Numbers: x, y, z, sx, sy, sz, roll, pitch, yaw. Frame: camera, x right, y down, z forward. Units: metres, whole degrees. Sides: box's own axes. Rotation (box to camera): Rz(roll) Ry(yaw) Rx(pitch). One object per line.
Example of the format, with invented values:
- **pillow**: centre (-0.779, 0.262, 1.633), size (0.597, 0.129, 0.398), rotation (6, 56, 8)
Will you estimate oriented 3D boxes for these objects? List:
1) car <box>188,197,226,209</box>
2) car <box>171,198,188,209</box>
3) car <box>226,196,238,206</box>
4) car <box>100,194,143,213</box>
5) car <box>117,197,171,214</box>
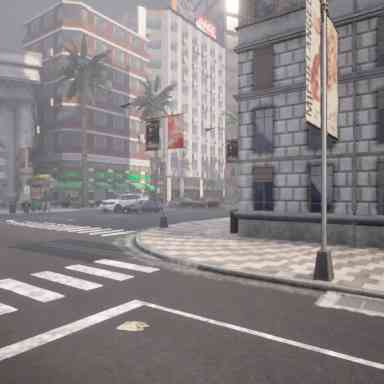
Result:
- **car**: centre (2.161, 1.478, 45.331), size (1.882, 1.535, 5.008), rotation (0, 0, 39)
- **car**: centre (-1.343, 1.526, 46.466), size (1.812, 1.442, 4.674), rotation (0, 0, 38)
- **car**: centre (7.498, 1.488, 56.109), size (4.902, 1.511, 2.128), rotation (-1, 0, -40)
- **car**: centre (-7.799, 1.221, 37.868), size (2.150, 2.045, 5.566), rotation (0, 0, 36)
- **car**: centre (-5.085, 1.547, 35.674), size (2.033, 1.411, 5.357), rotation (0, 0, 36)
